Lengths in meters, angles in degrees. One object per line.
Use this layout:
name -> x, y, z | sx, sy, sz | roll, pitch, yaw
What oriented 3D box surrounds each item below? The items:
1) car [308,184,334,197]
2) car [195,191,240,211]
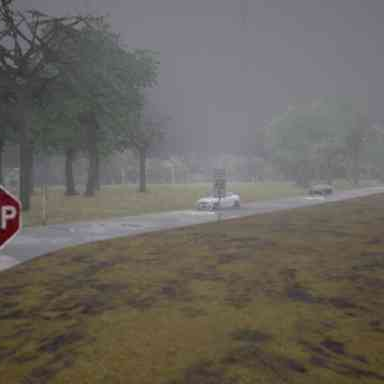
car -> 16.986, -0.257, 43.765 | 1.882, 1.535, 5.008 | 1, 3, 42
car -> 2.212, 0.684, 27.435 | 1.812, 1.442, 4.674 | 1, 3, 42
